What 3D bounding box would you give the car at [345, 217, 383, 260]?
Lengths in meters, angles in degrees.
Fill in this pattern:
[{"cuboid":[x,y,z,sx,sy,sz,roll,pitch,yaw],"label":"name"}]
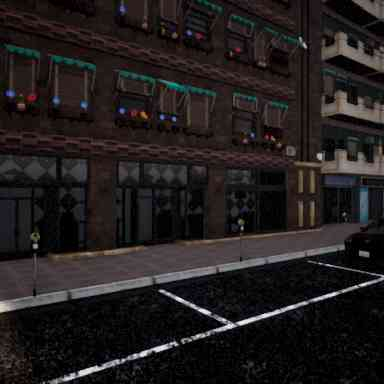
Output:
[{"cuboid":[7.146,1.565,11.636,4.313,1.339,1.947,0,0,-35],"label":"car"}]
